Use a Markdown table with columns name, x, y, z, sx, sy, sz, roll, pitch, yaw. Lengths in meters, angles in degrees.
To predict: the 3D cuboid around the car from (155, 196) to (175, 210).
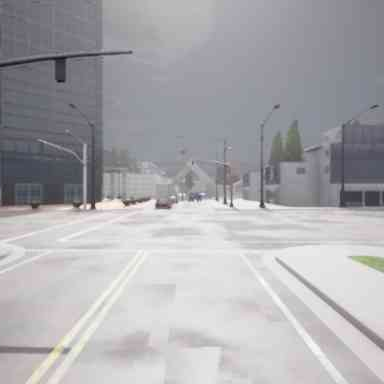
| name | x | y | z | sx | sy | sz | roll | pitch | yaw |
| --- | --- | --- | --- | --- | --- | --- | --- | --- | --- |
| car | -3.583 | 1.373 | 42.247 | 1.882 | 1.535 | 5.008 | 0 | 0 | 0 |

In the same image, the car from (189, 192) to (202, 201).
| name | x | y | z | sx | sy | sz | roll | pitch | yaw |
| --- | --- | --- | --- | --- | --- | --- | --- | --- | --- |
| car | 0.743 | 1.028 | 74.214 | 2.150 | 2.045 | 5.566 | 0 | 0 | 12 |

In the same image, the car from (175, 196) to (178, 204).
| name | x | y | z | sx | sy | sz | roll | pitch | yaw |
| --- | --- | --- | --- | --- | --- | --- | --- | --- | --- |
| car | -3.528 | 1.416 | 60.037 | 1.994 | 1.385 | 4.181 | 0 | 0 | 1 |
